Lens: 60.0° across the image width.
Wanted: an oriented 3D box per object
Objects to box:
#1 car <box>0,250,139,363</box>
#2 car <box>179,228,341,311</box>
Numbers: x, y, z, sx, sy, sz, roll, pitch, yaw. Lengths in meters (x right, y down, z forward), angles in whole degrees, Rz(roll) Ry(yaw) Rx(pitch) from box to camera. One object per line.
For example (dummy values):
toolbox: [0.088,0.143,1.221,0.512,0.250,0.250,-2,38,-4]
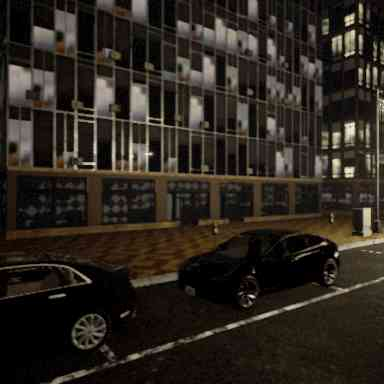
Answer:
car: [-2.892,1.551,4.494,4.403,1.369,2.008,0,0,-35]
car: [1.745,1.565,7.796,4.313,1.339,1.947,0,0,-35]
